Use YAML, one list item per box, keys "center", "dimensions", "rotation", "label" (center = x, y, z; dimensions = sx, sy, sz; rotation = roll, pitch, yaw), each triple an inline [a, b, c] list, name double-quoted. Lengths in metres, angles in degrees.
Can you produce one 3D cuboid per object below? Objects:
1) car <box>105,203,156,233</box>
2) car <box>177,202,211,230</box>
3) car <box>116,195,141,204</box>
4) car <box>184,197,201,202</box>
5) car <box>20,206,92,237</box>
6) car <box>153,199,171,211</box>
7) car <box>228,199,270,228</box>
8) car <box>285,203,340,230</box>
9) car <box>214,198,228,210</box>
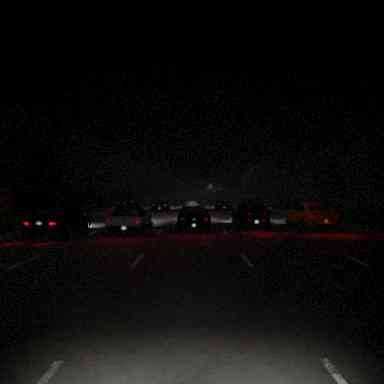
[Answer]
- center: [-3.394, 1.501, 18.770]
  dimensions: [1.895, 1.301, 4.718]
  rotation: [0, 0, 0]
  label: "car"
- center: [0.107, 1.494, 20.070]
  dimensions: [1.895, 1.301, 4.718]
  rotation: [0, 0, 0]
  label: "car"
- center: [-6.955, 1.158, 36.556]
  dimensions: [2.097, 1.767, 4.553]
  rotation: [0, 0, 1]
  label: "car"
- center: [0.070, 1.318, 39.303]
  dimensions: [1.812, 1.442, 4.674]
  rotation: [0, 1, 0]
  label: "car"
- center: [-6.894, 1.454, 17.479]
  dimensions: [2.033, 1.411, 5.357]
  rotation: [0, 0, 0]
  label: "car"
- center: [-3.441, 1.403, 37.459]
  dimensions: [1.895, 1.301, 4.718]
  rotation: [0, 0, 1]
  label: "car"
- center: [3.607, 1.393, 20.947]
  dimensions: [1.837, 1.490, 4.892]
  rotation: [0, 0, 0]
  label: "car"
- center: [7.107, 1.371, 20.077]
  dimensions: [1.882, 1.535, 5.008]
  rotation: [0, 0, 0]
  label: "car"
- center: [3.567, 1.397, 38.534]
  dimensions: [1.895, 1.301, 4.718]
  rotation: [0, 0, 0]
  label: "car"
